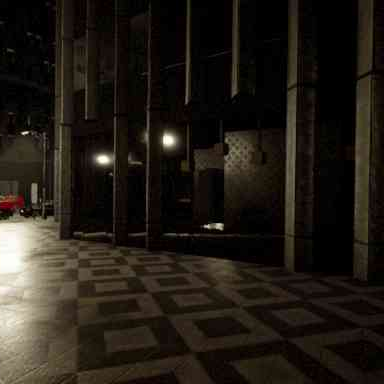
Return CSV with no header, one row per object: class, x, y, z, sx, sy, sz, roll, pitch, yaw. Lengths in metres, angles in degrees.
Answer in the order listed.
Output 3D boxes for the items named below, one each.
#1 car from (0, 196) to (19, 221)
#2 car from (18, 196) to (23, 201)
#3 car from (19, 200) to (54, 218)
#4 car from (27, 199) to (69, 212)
car,-17.116,1.462,26.607,2.192,1.841,5.009,1,0,35
car,-20.818,1.353,36.142,2.192,1.841,5.009,1,0,35
car,-13.864,1.742,31.218,1.947,1.339,4.313,1,0,35
car,-17.566,1.633,40.752,1.947,1.339,4.313,1,0,35
